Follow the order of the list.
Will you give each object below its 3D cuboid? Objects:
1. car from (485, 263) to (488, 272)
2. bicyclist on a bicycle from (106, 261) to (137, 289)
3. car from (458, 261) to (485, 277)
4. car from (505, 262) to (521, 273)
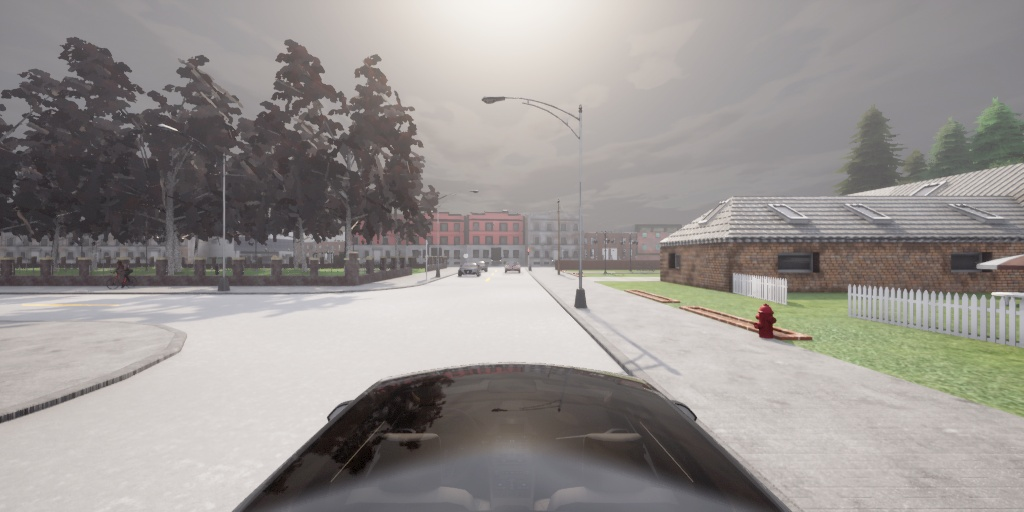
[{"bbox_3d":[-4.108,1.314,45.581,1.994,1.385,4.181,0,0,0],"label":"car"},{"bbox_3d":[-22.656,1.099,20.842,0.582,1.620,1.656,0,0,0],"label":"bicyclist on a bicycle"},{"bbox_3d":[-4.124,1.314,35.596,1.994,1.385,4.181,0,0,0],"label":"car"},{"bbox_3d":[0.069,1.351,43.573,1.895,1.301,4.718,0,0,0],"label":"car"}]
